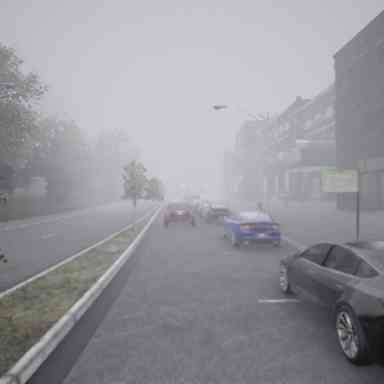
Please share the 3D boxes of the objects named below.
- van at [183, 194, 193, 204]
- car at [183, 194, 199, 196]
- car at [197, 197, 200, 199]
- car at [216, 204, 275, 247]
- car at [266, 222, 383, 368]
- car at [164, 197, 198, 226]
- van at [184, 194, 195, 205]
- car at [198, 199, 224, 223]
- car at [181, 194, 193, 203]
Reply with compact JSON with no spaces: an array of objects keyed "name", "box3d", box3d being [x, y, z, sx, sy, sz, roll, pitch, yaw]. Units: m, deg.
[{"name":"van","box3d":[-0.869,1.434,70.837,1.878,1.987,4.442,0,0,-4]},{"name":"car","box3d":[0.177,1.407,54.142,2.435,2.045,5.566,0,0,-4]},{"name":"car","box3d":[0.873,1.682,43.039,2.002,1.452,4.674,0,0,-4]},{"name":"car","box3d":[2.598,1.556,15.457,2.097,1.535,5.008,0,0,-3]},{"name":"car","box3d":[3.009,1.540,5.868,2.163,1.488,4.792,0,0,-1]},{"name":"car","box3d":[-0.923,1.460,24.282,2.097,1.767,4.553,0,0,-3]},{"name":"van","box3d":[-0.522,1.437,65.301,1.878,1.987,4.442,0,0,-4]},{"name":"car","box3d":[1.912,1.599,26.428,2.231,1.521,4.892,0,0,-4]},{"name":"car","box3d":[-1.211,1.403,76.284,2.435,2.045,5.566,0,0,-4]}]
